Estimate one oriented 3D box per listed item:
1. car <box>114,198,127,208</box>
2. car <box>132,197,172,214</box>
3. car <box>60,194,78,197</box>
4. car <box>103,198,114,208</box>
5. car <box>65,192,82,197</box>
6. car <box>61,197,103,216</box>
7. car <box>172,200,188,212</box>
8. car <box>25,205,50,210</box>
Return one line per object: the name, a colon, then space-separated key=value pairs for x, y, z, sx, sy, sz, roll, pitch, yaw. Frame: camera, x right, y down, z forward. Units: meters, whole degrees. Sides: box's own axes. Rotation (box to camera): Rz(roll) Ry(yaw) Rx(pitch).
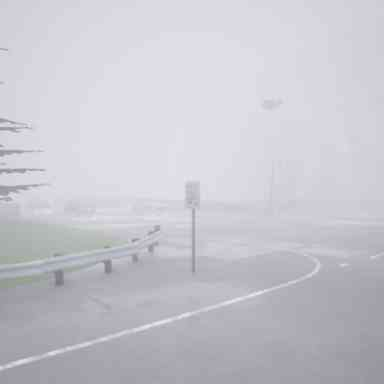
car: x=-11.568 y=1.601 z=49.792 sx=1.895 sy=1.301 sz=4.718 roll=0 pitch=0 yaw=-41
car: x=-4.712 y=1.394 z=36.669 sx=2.097 sy=1.767 sz=4.553 roll=0 pitch=0 yaw=-41
car: x=-21.600 y=1.451 z=55.990 sx=2.033 sy=1.411 sz=5.357 roll=0 pitch=1 yaw=-41
car: x=-13.175 y=1.515 z=46.302 sx=1.837 sy=1.490 sz=4.892 roll=0 pitch=0 yaw=-41
car: x=-22.156 y=1.072 z=62.020 sx=2.150 sy=2.045 sz=5.566 roll=0 pitch=1 yaw=-41
car: x=-11.392 y=1.526 z=33.653 sx=2.128 sy=1.511 sz=4.902 roll=0 pitch=0 yaw=-41
car: x=-2.468 y=1.642 z=39.413 sx=1.895 sy=1.301 sz=4.718 roll=0 pitch=0 yaw=-41
car: x=-20.498 y=1.534 z=44.038 sx=2.033 sy=1.411 sz=5.357 roll=0 pitch=0 yaw=-41
